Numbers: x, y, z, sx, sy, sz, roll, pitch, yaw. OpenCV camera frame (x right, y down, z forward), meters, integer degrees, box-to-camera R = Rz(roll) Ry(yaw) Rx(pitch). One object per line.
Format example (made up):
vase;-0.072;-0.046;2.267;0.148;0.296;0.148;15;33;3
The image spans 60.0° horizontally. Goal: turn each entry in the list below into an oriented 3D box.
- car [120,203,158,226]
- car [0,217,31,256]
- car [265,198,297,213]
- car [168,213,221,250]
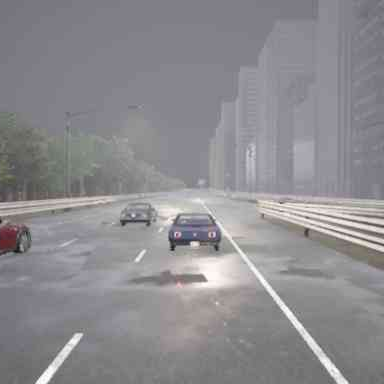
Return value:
car;-3.398;1.399;21.858;2.033;1.411;5.357;0;0;0
car;-6.899;1.281;10.219;2.097;1.767;4.553;0;0;0
car;9.566;1.354;34.813;2.033;1.411;5.357;0;1;-13
car;0.101;1.505;13.850;1.895;1.301;4.718;0;0;0
